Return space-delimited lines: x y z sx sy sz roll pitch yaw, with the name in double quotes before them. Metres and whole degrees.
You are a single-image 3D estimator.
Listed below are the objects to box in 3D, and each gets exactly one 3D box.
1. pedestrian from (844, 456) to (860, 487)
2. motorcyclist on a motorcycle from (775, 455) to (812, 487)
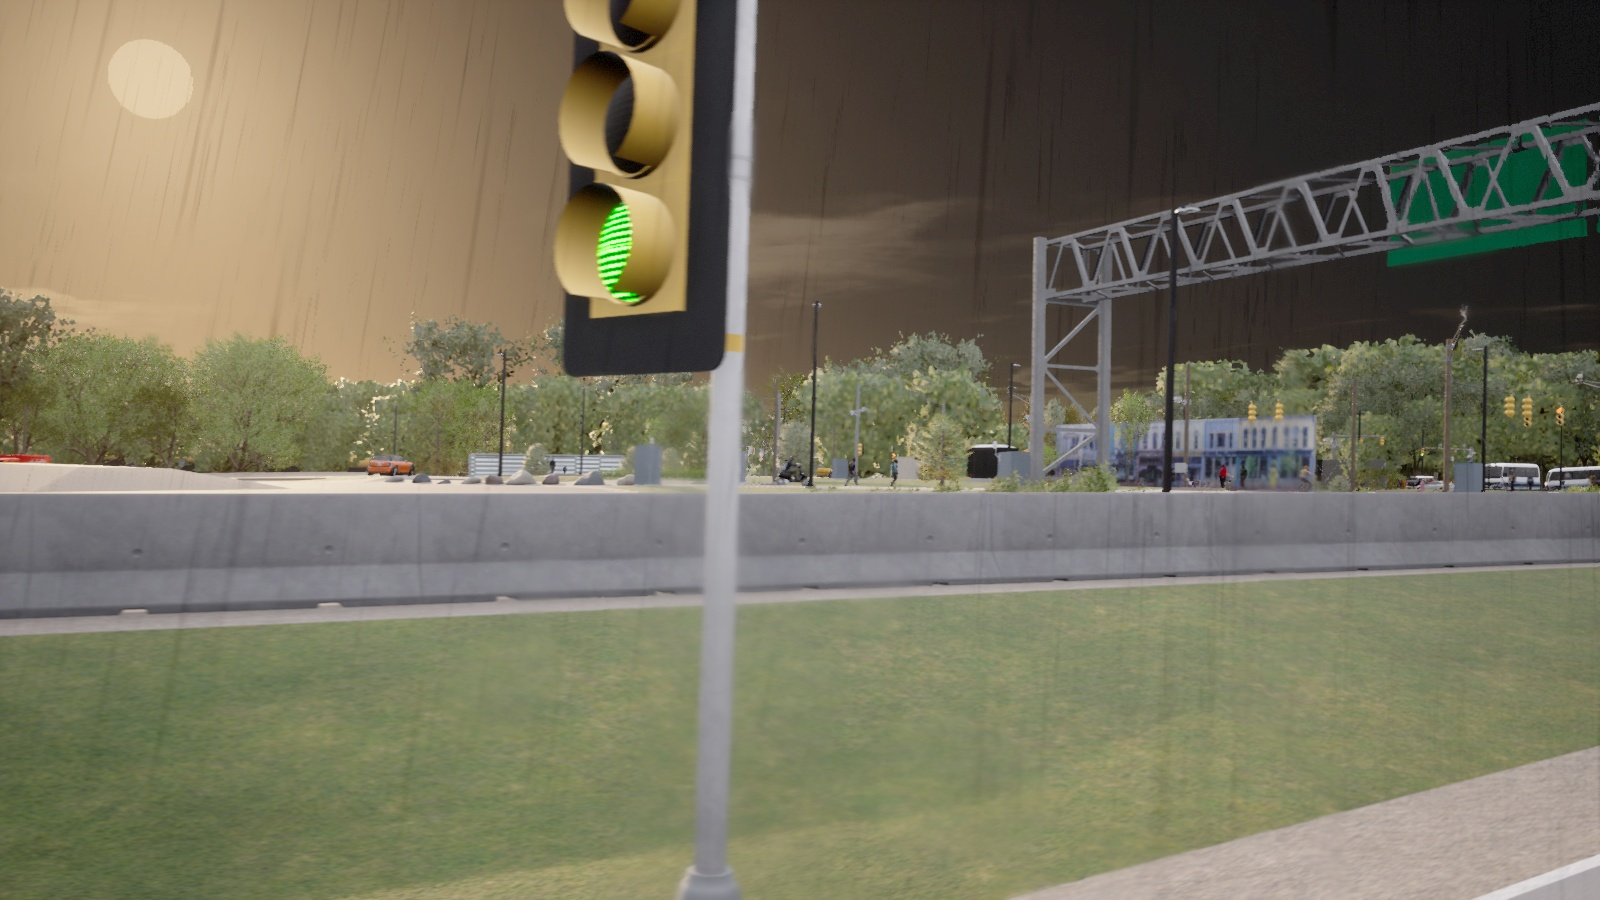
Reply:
"pedestrian" 3.185 1.298 76.454 0.849 1.883 0.563 2 -1 -7
"motorcyclist on a motorcycle" -0.340 1.083 64.982 1.817 1.590 0.866 0 -2 8
